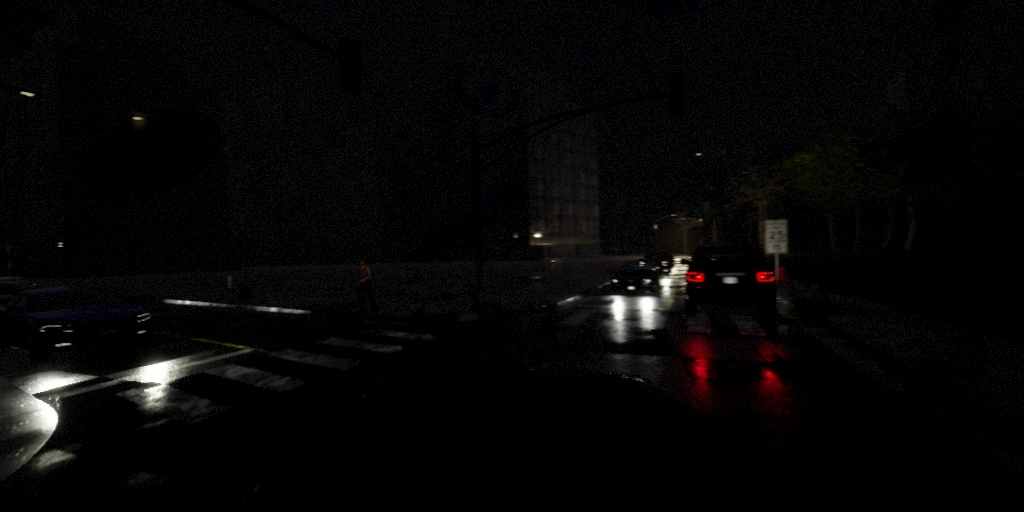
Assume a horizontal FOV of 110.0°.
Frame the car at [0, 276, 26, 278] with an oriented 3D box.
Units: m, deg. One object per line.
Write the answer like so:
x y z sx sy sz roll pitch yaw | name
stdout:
-35.836 2.190 25.651 4.674 1.442 1.812 -2 1 28 | car

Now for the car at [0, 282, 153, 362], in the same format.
-11.398 1.533 9.255 5.008 1.535 1.882 -2 1 26 | car

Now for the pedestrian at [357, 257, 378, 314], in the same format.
-4.688 0.909 11.458 0.375 1.860 0.375 -2 1 28 | pedestrian

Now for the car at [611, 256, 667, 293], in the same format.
6.288 0.928 17.831 2.033 1.411 5.357 -2 1 26 | car

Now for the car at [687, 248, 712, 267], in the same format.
18.967 0.111 36.397 2.097 1.767 4.553 -2 1 26 | car

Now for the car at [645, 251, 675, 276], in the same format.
10.654 0.497 26.673 2.097 1.767 4.553 -2 1 26 | car

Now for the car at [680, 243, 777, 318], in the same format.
6.716 0.644 11.491 2.150 2.045 5.566 -2 1 26 | car

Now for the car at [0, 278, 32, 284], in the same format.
-20.414 1.808 13.993 4.892 1.490 1.837 -2 1 28 | car

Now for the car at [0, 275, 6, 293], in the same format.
-45.263 2.440 30.565 4.674 1.442 1.812 -1 1 28 | car
